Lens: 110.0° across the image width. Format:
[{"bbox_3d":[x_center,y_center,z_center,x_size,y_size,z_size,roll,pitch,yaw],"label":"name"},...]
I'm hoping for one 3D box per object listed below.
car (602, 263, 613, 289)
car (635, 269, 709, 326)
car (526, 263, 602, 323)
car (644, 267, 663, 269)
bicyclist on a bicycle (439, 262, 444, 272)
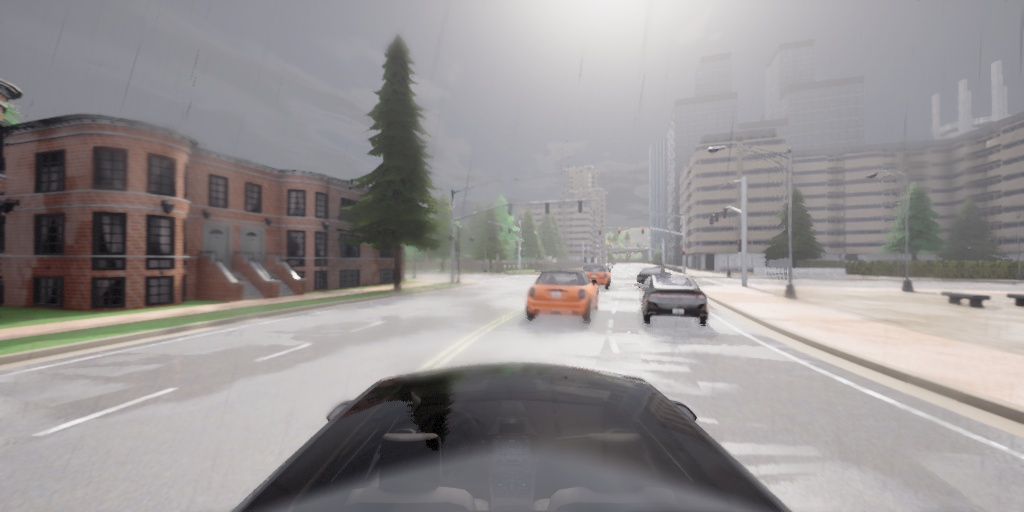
[{"bbox_3d":[6.262,1.440,26.846,2.097,1.767,4.553,0,-1,17],"label":"car"},{"bbox_3d":[5.449,1.395,12.523,2.128,1.511,4.902,0,-1,17],"label":"car"},{"bbox_3d":[2.006,1.254,13.183,2.097,1.767,4.553,0,-1,17],"label":"car"},{"bbox_3d":[10.421,1.570,26.284,1.882,1.535,5.008,-1,-1,29],"label":"car"},{"bbox_3d":[-10.809,1.702,54.910,0.582,1.620,1.656,0,0,19],"label":"bicyclist on a bicycle"}]
